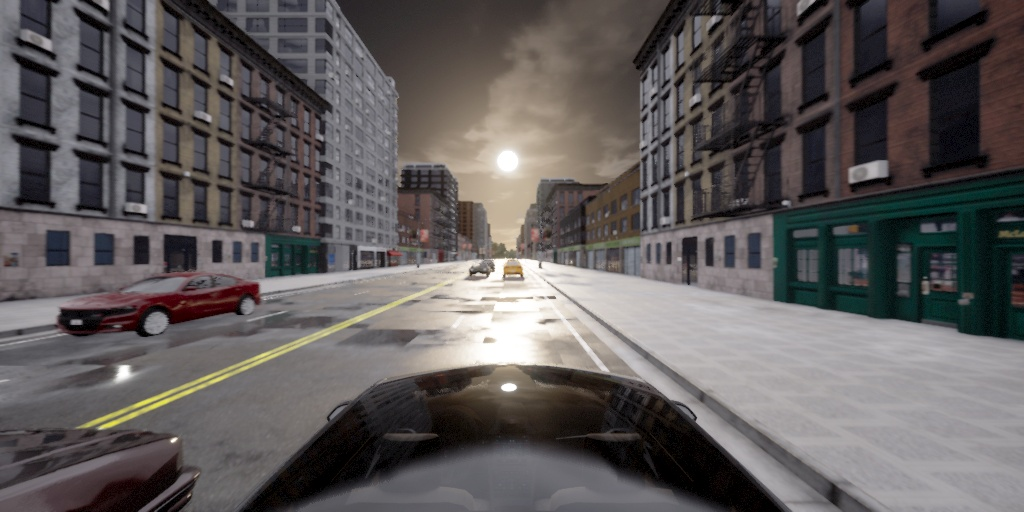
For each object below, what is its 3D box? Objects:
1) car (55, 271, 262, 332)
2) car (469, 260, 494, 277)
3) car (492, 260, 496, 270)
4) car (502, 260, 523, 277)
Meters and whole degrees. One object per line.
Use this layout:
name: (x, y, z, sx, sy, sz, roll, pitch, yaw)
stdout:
car: (-9.758, 1.226, 10.535, 1.882, 1.535, 5.008, 0, 0, 0)
car: (-3.153, 1.344, 35.907, 1.895, 1.301, 4.718, 0, 0, 0)
car: (-3.230, 1.254, 48.728, 1.837, 1.490, 4.892, 0, 1, 1)
car: (0.095, 1.221, 34.920, 1.882, 1.535, 5.008, 0, 0, 0)
